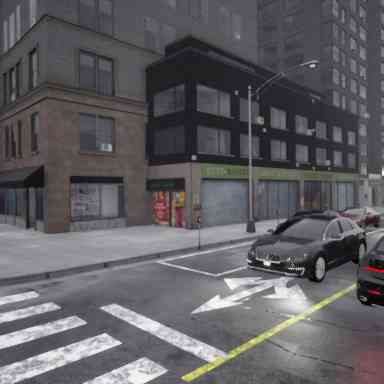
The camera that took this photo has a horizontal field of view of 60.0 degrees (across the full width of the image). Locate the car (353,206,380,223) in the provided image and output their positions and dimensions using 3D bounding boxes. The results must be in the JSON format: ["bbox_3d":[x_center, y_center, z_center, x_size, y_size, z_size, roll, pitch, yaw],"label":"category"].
[{"bbox_3d":[9.630,1.486,19.387,4.206,1.307,1.802,-1,0,-44],"label":"car"}]

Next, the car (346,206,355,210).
[{"bbox_3d":[5.591,1.507,15.417,4.313,1.339,1.947,-1,0,-44],"label":"car"}]

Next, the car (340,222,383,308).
[{"bbox_3d":[5.037,1.472,6.921,4.892,1.490,1.837,-1,0,-44],"label":"car"}]

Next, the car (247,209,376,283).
[{"bbox_3d":[3.560,1.475,9.818,4.892,1.490,1.837,-1,0,-45],"label":"car"}]
